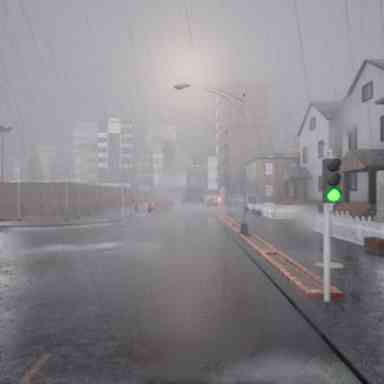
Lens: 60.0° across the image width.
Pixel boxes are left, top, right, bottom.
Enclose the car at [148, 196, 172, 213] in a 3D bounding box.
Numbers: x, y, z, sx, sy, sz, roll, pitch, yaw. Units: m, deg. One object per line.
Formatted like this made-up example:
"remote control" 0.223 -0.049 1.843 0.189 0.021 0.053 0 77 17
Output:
"car" -4.055 1.463 40.880 2.150 2.045 5.566 0 0 0
